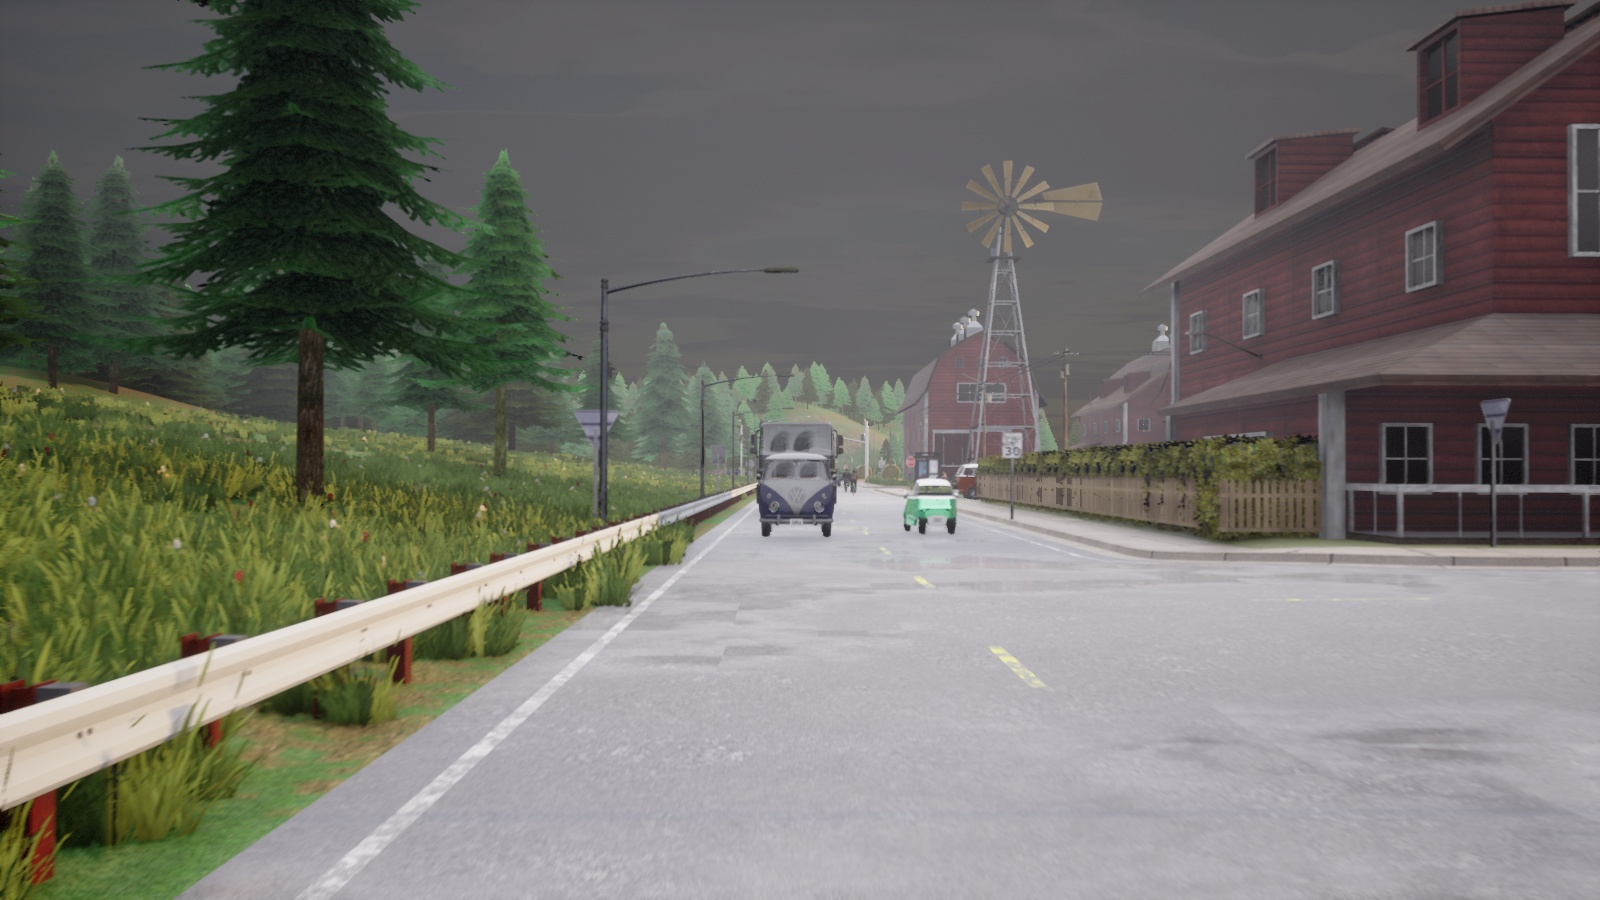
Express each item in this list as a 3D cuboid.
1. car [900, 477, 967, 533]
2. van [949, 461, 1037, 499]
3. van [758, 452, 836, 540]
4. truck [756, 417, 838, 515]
[{"bbox_3d":[3.422,1.391,32.359,1.481,1.376,2.207,0,-1,0],"label":"car"},{"bbox_3d":[10.512,1.631,68.599,4.480,2.038,2.069,0,-1,-1],"label":"van"},{"bbox_3d":[-0.076,1.077,30.792,1.775,1.987,4.442,0,-1,0],"label":"van"},{"bbox_3d":[-0.121,0.636,48.510,2.891,3.462,7.936,0,-1,0],"label":"truck"}]
